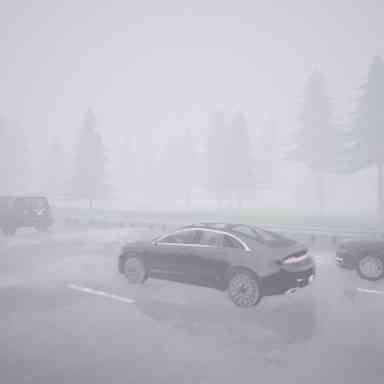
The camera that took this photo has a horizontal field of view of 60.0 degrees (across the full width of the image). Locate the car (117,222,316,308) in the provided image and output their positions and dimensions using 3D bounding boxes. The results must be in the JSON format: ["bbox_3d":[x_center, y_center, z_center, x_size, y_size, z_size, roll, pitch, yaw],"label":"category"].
[{"bbox_3d":[0.335,1.477,7.884,4.902,1.511,2.128,0,0,34],"label":"car"}]

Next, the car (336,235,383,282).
[{"bbox_3d":[6.152,1.483,8.117,4.892,1.490,1.837,0,0,36],"label":"car"}]

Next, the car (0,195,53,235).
[{"bbox_3d":[-10.243,1.203,18.679,5.566,2.045,2.150,0,0,30],"label":"car"}]
